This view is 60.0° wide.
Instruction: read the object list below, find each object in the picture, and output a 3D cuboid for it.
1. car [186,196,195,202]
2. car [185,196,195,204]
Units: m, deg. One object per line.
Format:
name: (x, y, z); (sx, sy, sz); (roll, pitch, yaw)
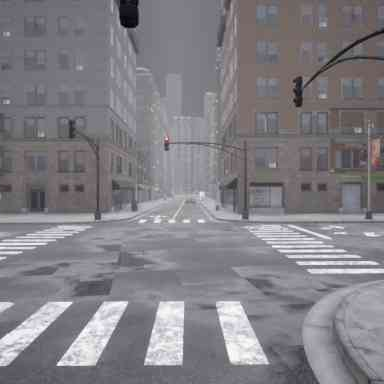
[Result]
car: (-0.375, 1.484, 73.703); (1.895, 1.301, 4.718); (0, 0, 0)
car: (-0.306, 1.649, 63.698); (1.895, 1.301, 4.718); (0, 0, 0)
